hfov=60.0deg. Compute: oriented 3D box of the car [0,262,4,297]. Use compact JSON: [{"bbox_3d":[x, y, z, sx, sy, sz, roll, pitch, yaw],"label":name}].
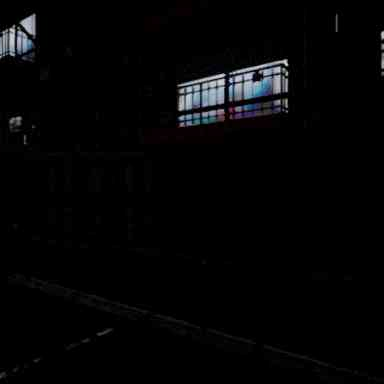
[{"bbox_3d":[-5.527,1.517,6.821,4.403,1.369,2.008,0,0,36],"label":"car"}]
